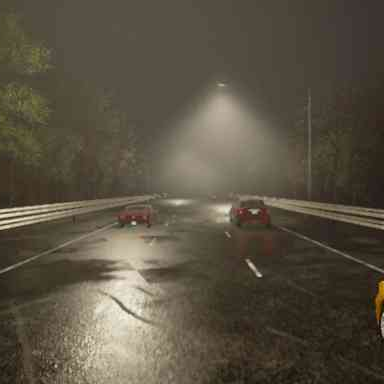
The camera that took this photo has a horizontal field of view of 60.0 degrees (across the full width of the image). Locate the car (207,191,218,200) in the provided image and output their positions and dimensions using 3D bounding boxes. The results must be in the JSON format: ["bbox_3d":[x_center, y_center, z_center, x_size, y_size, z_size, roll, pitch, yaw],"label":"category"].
[{"bbox_3d":[4.740,0.972,72.669,2.033,1.649,4.856,0,0,2],"label":"car"}]

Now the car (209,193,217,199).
[{"bbox_3d":[5.142,0.946,83.617,1.882,1.535,5.008,0,0,2],"label":"car"}]

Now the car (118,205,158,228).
[{"bbox_3d":[-3.290,1.470,21.194,1.895,1.301,4.718,0,0,1],"label":"car"}]

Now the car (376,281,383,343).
[{"bbox_3d":[3.608,1.460,2.852,1.882,1.535,5.008,0,0,0],"label":"car"}]

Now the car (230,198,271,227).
[{"bbox_3d":[3.719,1.218,21.798,2.097,1.767,4.553,0,0,1],"label":"car"}]
